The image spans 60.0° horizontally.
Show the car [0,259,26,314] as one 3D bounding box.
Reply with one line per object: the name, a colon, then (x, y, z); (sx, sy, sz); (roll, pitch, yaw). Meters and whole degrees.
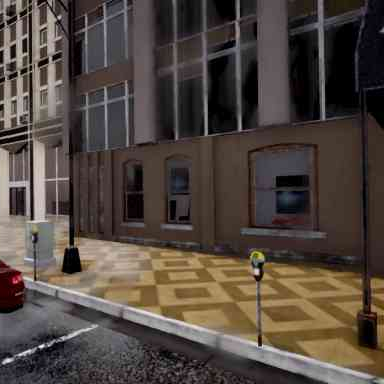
car: (-4.784, 1.584, 6.300); (4.206, 1.307, 1.802); (0, -1, 36)
